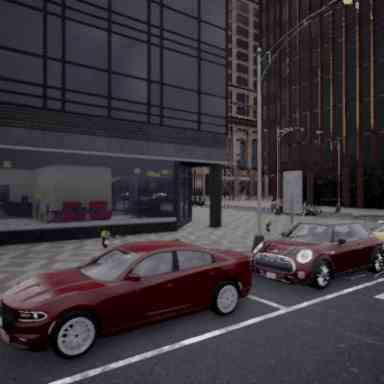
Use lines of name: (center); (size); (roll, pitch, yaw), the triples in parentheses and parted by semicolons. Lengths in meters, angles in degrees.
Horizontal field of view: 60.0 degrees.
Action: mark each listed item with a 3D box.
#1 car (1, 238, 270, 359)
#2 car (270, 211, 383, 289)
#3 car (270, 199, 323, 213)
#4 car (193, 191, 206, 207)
car: (-0.875, 1.588, 6.039); (4.507, 1.381, 1.887); (0, -1, -36)
car: (3.535, 1.503, 9.254); (4.097, 1.590, 1.967); (0, -1, -36)
car: (9.331, 1.361, 30.018); (1.837, 1.490, 4.892); (0, 1, -36)
car: (-0.520, 0.851, 43.492); (2.150, 2.045, 5.566); (0, 1, -36)
